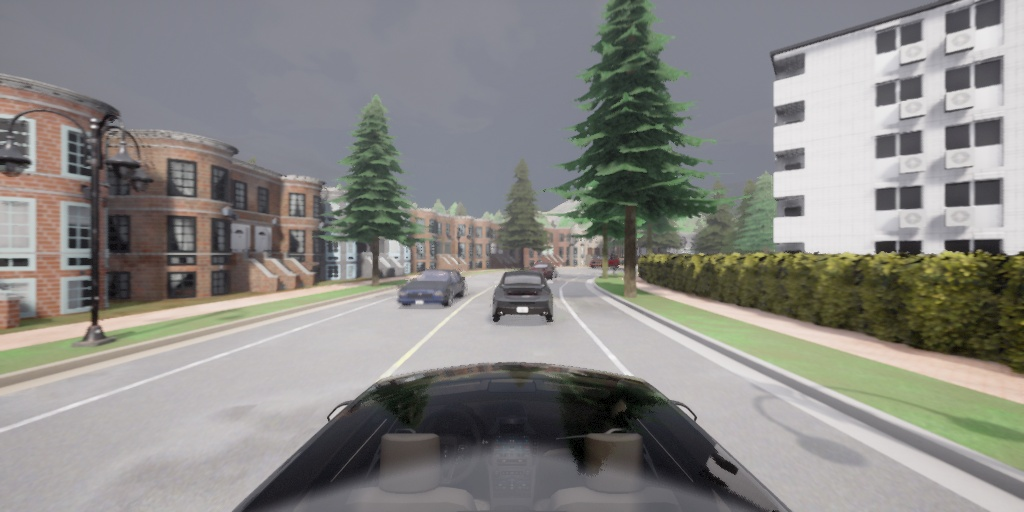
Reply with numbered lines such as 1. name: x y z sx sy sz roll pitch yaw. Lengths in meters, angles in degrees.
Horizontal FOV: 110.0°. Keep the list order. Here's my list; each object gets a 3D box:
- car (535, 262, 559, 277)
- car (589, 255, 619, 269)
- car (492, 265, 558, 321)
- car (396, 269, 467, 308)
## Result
1. car: 2.605 1.239 29.498 1.812 1.442 4.674 0 0 15
2. car: 14.044 0.915 54.454 5.566 2.045 2.150 0 0 -42
3. car: 0.389 1.240 12.394 1.837 1.490 4.892 0 0 2
4. car: -3.180 1.273 15.466 2.033 1.411 5.357 0 0 3
